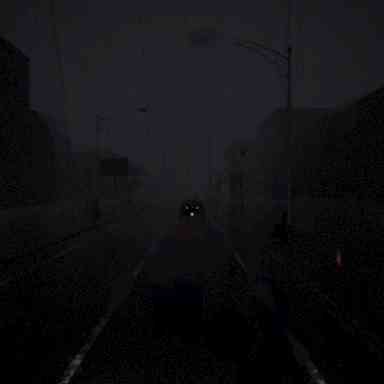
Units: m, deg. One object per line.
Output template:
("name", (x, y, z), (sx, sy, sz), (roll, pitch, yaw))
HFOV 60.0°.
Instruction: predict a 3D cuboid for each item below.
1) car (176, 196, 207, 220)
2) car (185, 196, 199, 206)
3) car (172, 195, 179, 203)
("car", (0.045, 1.263, 25.260), (1.837, 1.490, 4.892), (0, 0, 1))
("car", (0.023, 1.322, 49.104), (2.033, 1.411, 5.357), (0, -2, 0))
("car", (-2.970, 1.446, 67.978), (1.812, 1.442, 4.674), (0, 0, 0))
